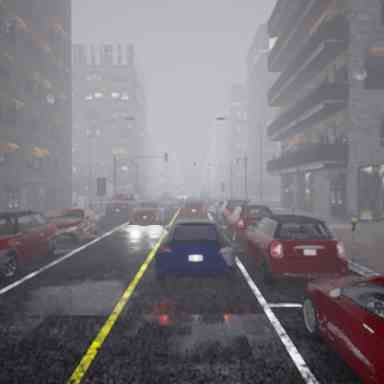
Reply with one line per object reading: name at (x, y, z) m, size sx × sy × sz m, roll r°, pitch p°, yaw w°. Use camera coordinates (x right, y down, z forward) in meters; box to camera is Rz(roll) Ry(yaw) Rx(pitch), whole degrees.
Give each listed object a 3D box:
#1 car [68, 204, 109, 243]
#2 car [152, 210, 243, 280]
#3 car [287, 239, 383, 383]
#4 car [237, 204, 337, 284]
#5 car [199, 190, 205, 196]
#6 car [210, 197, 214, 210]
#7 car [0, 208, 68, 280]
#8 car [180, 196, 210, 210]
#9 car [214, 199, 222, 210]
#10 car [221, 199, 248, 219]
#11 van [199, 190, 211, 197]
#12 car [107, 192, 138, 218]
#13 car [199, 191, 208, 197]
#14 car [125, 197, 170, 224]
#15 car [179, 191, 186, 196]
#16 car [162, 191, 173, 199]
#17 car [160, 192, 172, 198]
car at (-5.286, 1.383, 14.828) m, size 1.802 × 1.307 × 4.206 m, roll 0°, pitch 1°, yaw 0°
car at (0.097, 1.436, 9.520) m, size 1.994 × 1.385 × 4.181 m, roll 0°, pitch 1°, yaw 0°
car at (2.572, 1.533, 3.625) m, size 1.802 × 1.307 × 4.206 m, roll 0°, pitch 1°, yaw 0°
car at (2.583, 1.317, 9.217) m, size 1.967 × 1.590 × 4.097 m, roll 0°, pitch 1°, yaw 0°
car at (2.750, 0.268, 92.209) m, size 1.752 × 1.417 × 4.829 m, roll 0°, pitch 1°, yaw 0°
car at (2.617, 1.197, 26.000) m, size 1.887 × 1.381 × 4.507 m, roll 0°, pitch 1°, yaw 0°
car at (-5.297, 1.315, 9.233) m, size 1.967 × 1.590 × 4.097 m, roll 0°, pitch 1°, yaw 0°
car at (0.129, 1.229, 24.995) m, size 1.994 × 1.385 × 4.181 m, roll 0°, pitch 1°, yaw 0°
car at (2.606, 1.167, 20.405) m, size 1.967 × 1.590 × 4.097 m, roll 0°, pitch 1°, yaw 0°
car at (2.594, 1.242, 14.811) m, size 1.967 × 1.590 × 4.097 m, roll 0°, pitch 1°, yaw 0°
van at (2.693, 0.476, 64.036) m, size 1.690 × 1.788 × 3.998 m, roll 0°, pitch 1°, yaw 0°
car at (-5.264, 0.966, 26.013) m, size 2.192 × 1.841 × 5.009 m, roll 0°, pitch 1°, yaw 0°
car at (2.727, 0.469, 80.840) m, size 1.947 × 1.339 × 4.313 m, roll 0°, pitch 1°, yaw 0°
car at (-2.793, 1.273, 21.716) m, size 1.994 × 1.385 × 4.181 m, roll 0°, pitch 1°, yaw 0°
car at (-2.570, 0.374, 89.507) m, size 1.895 × 1.301 × 4.718 m, roll 0°, pitch 1°, yaw 0°
car at (-5.142, 0.599, 69.804) m, size 1.887 × 1.381 × 4.507 m, roll 0°, pitch 1°, yaw 0°
car at (-5.153, 0.714, 64.217) m, size 1.802 × 1.307 × 4.206 m, roll 0°, pitch 1°, yaw 0°
